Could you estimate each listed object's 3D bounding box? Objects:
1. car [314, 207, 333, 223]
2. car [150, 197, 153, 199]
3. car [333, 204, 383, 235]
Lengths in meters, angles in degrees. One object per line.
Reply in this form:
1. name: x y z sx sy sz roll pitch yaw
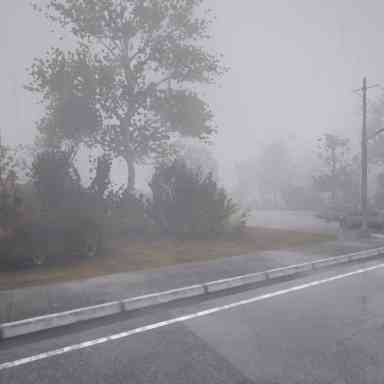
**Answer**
1. car: 11.654 1.600 24.108 2.033 1.411 5.357 0 0 -41
2. car: -6.088 1.849 53.064 5.566 2.045 2.150 -2 -1 40
3. car: 10.359 1.589 18.498 1.994 1.385 4.181 0 0 -23
